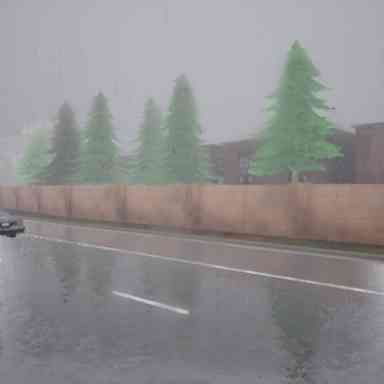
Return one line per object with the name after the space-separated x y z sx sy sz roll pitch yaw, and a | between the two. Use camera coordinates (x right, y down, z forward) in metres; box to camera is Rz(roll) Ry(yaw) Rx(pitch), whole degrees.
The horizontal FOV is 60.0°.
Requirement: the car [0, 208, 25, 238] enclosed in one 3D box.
-9.874 1.397 15.545 5.357 1.411 2.033 1 0 37 | car
